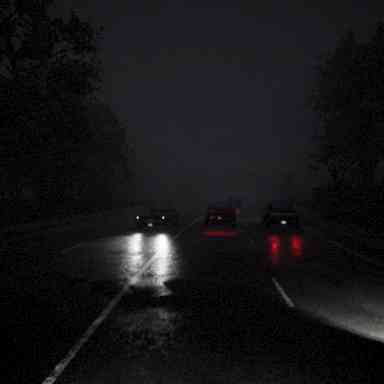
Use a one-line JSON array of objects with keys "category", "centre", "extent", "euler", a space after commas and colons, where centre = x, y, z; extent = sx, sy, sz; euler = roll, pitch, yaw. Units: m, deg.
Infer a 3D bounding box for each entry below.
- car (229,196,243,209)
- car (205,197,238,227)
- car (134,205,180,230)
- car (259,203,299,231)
[{"category": "car", "centre": [5.296, 1.231, 41.409], "extent": [2.128, 1.511, 4.902], "euler": [0, 1, 11]}, {"category": "car", "centre": [1.928, 1.354, 21.960], "extent": [1.882, 1.535, 5.008], "euler": [0, 1, 7]}, {"category": "car", "centre": [-2.010, 1.477, 20.387], "extent": [1.895, 1.301, 4.718], "euler": [0, 0, 7]}, {"category": "car", "centre": [5.186, 1.388, 20.047], "extent": [2.128, 1.511, 4.902], "euler": [0, 0, 7]}]
